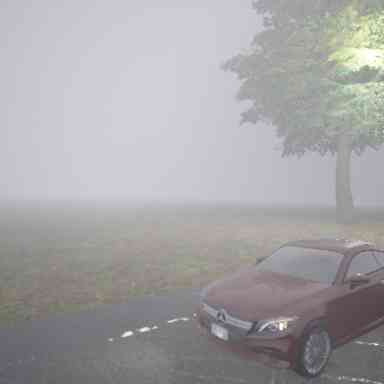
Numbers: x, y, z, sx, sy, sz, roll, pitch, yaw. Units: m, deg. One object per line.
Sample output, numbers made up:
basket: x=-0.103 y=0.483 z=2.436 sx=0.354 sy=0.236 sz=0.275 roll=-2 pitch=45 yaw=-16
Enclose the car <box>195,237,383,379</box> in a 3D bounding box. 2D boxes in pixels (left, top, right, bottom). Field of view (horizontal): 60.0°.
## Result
car: x=2.226 y=1.550 z=5.666 sx=4.674 sy=1.442 sz=1.812 roll=0 pitch=0 yaw=-37
